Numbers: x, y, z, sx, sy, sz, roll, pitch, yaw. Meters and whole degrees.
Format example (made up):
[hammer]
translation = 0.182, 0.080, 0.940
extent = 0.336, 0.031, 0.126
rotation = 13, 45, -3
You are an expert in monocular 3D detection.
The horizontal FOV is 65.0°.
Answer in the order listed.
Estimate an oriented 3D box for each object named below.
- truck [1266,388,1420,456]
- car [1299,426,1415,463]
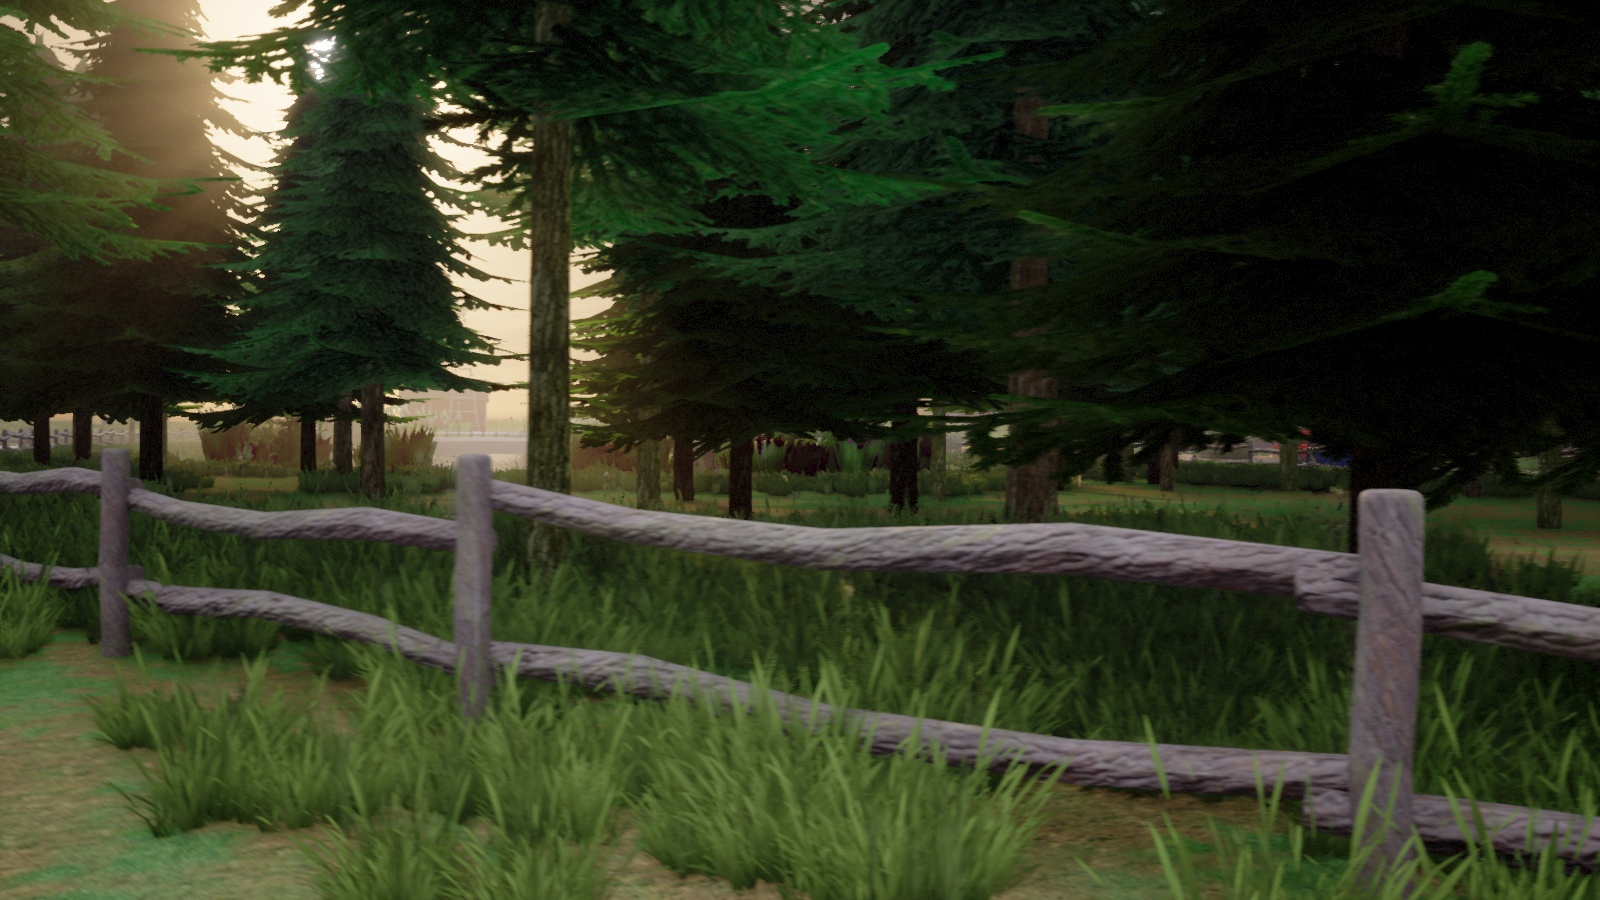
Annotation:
[truck]
translation = 31.596, -1.656, 73.090
extent = 8.468, 3.827, 2.891
rotation = -1, 1, -19
[car]
translation = 24.419, -0.255, 55.298
extent = 1.882, 1.535, 5.008
rotation = -1, 1, -16
